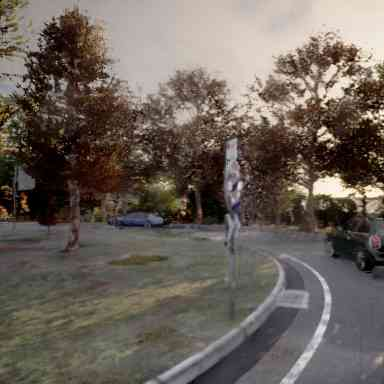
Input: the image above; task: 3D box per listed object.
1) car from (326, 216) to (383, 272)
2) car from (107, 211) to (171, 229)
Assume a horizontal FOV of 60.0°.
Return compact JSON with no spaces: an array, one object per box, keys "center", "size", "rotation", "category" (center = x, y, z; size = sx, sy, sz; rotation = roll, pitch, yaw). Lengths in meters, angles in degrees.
[{"center":[6.389,1.642,11.787],"size":[2.097,1.767,4.553],"rotation":[-1,-3,6],"category":"car"},{"center":[-4.503,2.356,28.295],"size":[5.357,1.411,2.033],"rotation":[-1,-2,19],"category":"car"}]
